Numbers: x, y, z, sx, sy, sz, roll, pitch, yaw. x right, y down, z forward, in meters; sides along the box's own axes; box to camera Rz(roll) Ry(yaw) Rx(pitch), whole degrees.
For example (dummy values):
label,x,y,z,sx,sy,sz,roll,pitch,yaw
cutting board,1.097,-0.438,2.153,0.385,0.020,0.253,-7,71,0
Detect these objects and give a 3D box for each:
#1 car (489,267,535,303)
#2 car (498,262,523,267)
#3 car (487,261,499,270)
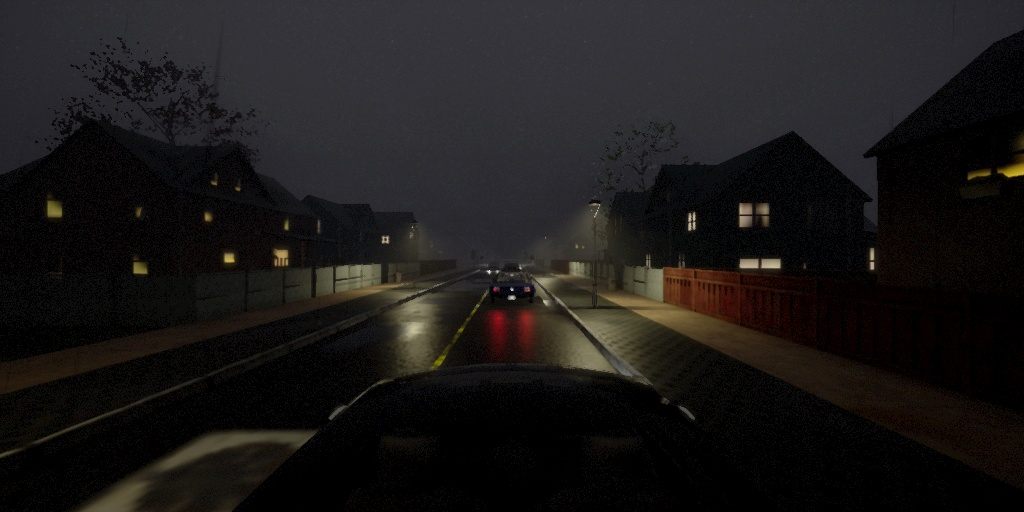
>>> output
label,x,y,z,sx,sy,sz,roll,pitch,yaw
car,0.000,1.365,16.530,1.895,1.301,4.718,0,0,0
car,-0.001,1.307,31.503,1.837,1.490,4.892,0,0,0
car,-2.750,1.509,55.503,2.033,1.411,5.357,0,0,0
